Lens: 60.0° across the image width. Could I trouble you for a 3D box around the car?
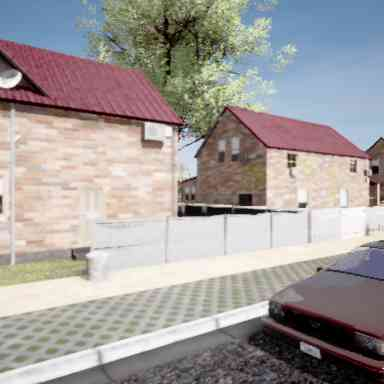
[{"bbox_3d":[3.631,1.577,5.661,5.357,1.411,2.033,0,0,-35],"label":"car"}]
